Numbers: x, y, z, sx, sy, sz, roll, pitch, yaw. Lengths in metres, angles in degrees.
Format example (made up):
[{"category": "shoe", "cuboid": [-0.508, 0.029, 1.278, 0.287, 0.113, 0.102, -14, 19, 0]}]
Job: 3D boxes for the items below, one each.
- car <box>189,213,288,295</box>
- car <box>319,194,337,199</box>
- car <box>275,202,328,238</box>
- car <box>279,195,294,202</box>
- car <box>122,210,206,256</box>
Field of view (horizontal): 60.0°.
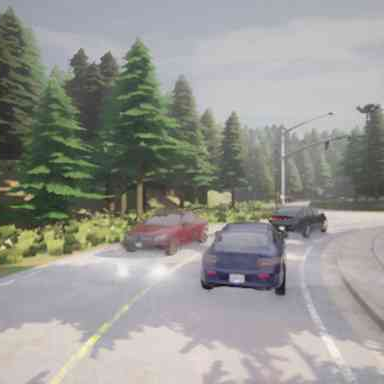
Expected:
[{"category": "car", "cuboid": [1.481, 1.498, 8.653, 1.812, 1.442, 4.674, 0, 0, 16]}, {"category": "car", "cuboid": [28.898, 1.233, 70.451, 4.674, 1.442, 1.812, 0, 0, -36]}, {"category": "car", "cuboid": [5.658, 1.452, 17.509, 1.837, 1.490, 4.892, 0, 0, 37]}, {"category": "car", "cuboid": [16.591, 1.352, 59.338, 1.837, 1.490, 4.892, -1, 0, 38]}, {"category": "car", "cuboid": [-0.830, 1.482, 13.152, 1.812, 1.442, 4.674, 0, 0, 24]}]
